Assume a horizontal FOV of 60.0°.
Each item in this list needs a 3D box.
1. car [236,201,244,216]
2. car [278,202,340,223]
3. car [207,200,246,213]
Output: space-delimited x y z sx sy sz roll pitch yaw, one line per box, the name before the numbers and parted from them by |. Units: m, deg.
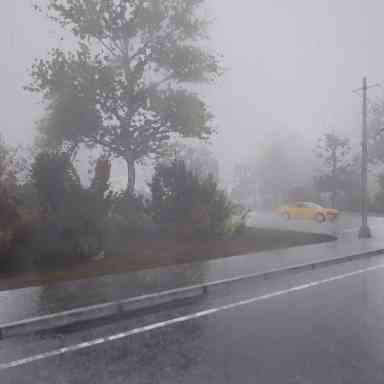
car | 2.976 1.584 34.329 2.097 1.767 4.553 0 -1 -43
car | 9.308 1.566 26.838 1.882 1.535 5.008 0 -1 -39
car | 4.481 1.817 43.349 1.882 1.535 5.008 0 -1 -44
